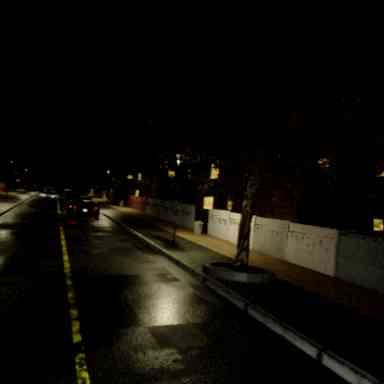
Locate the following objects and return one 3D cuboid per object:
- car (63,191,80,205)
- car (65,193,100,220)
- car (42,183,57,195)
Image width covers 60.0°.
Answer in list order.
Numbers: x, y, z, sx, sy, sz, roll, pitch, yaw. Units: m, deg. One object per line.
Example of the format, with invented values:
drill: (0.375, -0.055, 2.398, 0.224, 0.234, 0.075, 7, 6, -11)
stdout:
car: (-12.878, 0.635, 36.086, 1.837, 1.490, 4.892, 5, 0, -22)
car: (-7.453, 1.071, 22.848, 1.994, 1.385, 4.181, 5, 0, -21)
car: (-26.479, -0.625, 61.782, 2.150, 2.045, 5.566, 5, -1, -22)
